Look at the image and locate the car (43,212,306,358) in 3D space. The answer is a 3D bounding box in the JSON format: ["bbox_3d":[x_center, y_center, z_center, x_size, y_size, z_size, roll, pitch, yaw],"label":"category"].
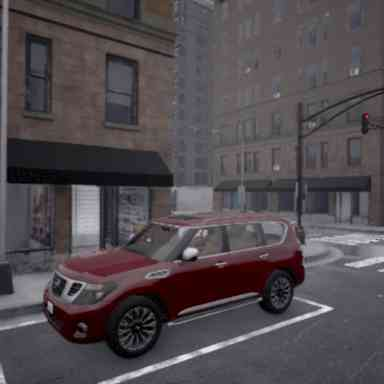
[{"bbox_3d":[0.027,1.350,6.221,5.009,1.841,2.192,1,0,-35],"label":"car"}]
